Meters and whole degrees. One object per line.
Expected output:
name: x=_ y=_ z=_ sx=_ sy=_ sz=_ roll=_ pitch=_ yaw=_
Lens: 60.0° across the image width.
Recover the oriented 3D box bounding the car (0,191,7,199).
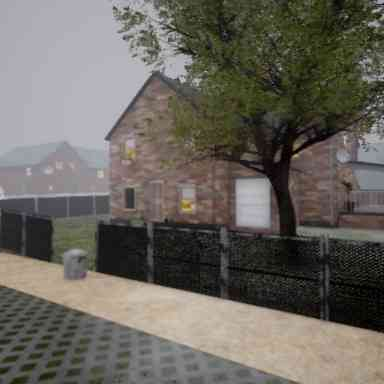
car: x=-16.871 y=0.997 z=25.193 sx=2.150 sy=2.045 sz=5.566 roll=0 pitch=2 yaw=33
